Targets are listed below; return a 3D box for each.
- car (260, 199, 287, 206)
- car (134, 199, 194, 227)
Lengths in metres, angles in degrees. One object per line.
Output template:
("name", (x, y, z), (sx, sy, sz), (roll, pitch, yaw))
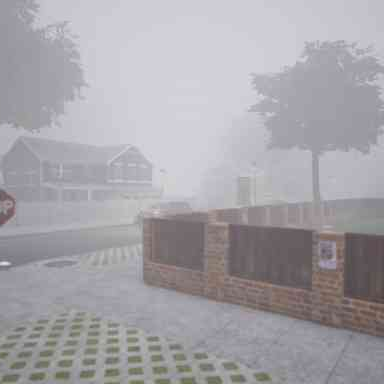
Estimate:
("car", (9.363, 1.543, 38.092), (1.882, 1.535, 5.008), (0, 0, 36))
("car", (-1.786, 1.377, 22.400), (2.097, 1.767, 4.553), (0, 0, 35))
